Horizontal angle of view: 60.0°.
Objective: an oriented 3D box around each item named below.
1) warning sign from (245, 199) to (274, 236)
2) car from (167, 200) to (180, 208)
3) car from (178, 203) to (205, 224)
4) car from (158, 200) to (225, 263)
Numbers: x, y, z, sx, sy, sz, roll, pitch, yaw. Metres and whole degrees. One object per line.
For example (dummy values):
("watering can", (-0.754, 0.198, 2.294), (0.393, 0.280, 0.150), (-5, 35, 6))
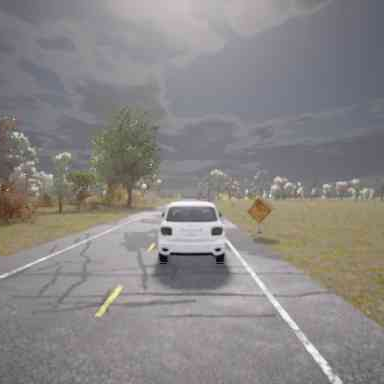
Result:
("warning sign", (3.526, 1.299, 17.475), (1.300, 1.860, 1.060), (-1, -1, 0))
("car", (-3.570, 2.245, 65.049), (2.033, 1.411, 5.357), (0, -1, 0))
("car", (-0.009, 1.794, 28.508), (2.128, 1.511, 4.902), (0, 0, 0))
("car", (-0.003, 1.358, 12.620), (2.150, 2.045, 5.566), (0, 0, 0))
